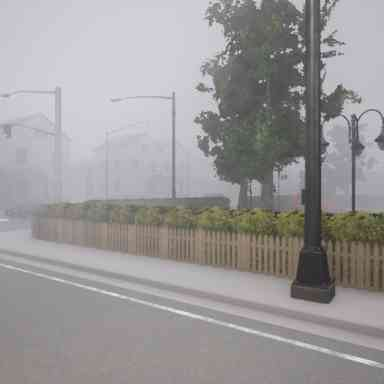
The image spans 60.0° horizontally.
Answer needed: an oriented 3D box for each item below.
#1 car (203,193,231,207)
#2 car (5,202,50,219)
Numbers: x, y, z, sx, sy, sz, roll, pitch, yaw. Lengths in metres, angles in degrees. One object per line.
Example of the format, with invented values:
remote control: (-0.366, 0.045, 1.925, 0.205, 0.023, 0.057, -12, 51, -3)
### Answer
car: (3.548, 1.220, 48.156, 2.150, 2.045, 5.566, 0, 0, 35)
car: (-14.016, 1.562, 29.263, 1.994, 1.385, 4.181, 0, 0, 35)
